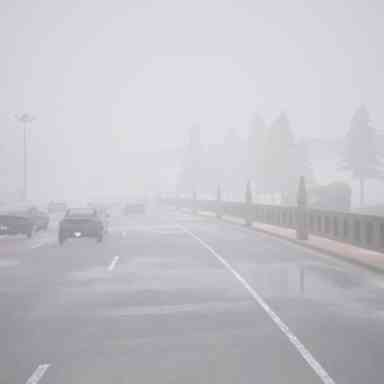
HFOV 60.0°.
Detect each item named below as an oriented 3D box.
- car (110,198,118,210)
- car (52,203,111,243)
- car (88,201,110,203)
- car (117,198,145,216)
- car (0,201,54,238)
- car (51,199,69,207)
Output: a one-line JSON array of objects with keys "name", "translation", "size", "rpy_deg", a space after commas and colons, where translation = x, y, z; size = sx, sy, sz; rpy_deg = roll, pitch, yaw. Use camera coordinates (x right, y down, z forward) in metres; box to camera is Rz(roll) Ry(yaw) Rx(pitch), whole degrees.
[{"name": "car", "translation": [-9.771, 1.526, 42.740], "size": [1.812, 1.442, 4.674], "rpy_deg": [0, 0, -24]}, {"name": "car", "translation": [-5.175, 1.503, 16.199], "size": [1.837, 1.490, 4.892], "rpy_deg": [0, 0, -10]}, {"name": "car", "translation": [-9.763, 1.600, 33.540], "size": [1.895, 1.301, 4.718], "rpy_deg": [0, 0, -20]}, {"name": "car", "translation": [-5.931, 1.478, 32.990], "size": [1.882, 1.535, 5.008], "rpy_deg": [0, 0, -19]}, {"name": "car", "translation": [-8.987, 1.477, 17.584], "size": [1.882, 1.535, 5.008], "rpy_deg": [0, 0, -11]}, {"name": "car", "translation": [-13.612, 1.491, 33.811], "size": [2.128, 1.511, 4.902], "rpy_deg": [0, 0, -20]}]
